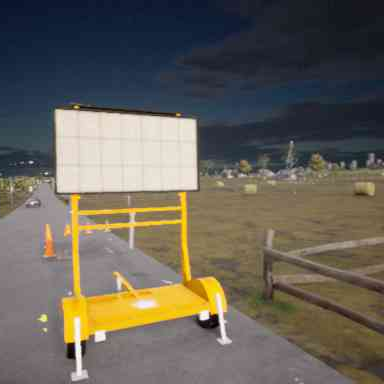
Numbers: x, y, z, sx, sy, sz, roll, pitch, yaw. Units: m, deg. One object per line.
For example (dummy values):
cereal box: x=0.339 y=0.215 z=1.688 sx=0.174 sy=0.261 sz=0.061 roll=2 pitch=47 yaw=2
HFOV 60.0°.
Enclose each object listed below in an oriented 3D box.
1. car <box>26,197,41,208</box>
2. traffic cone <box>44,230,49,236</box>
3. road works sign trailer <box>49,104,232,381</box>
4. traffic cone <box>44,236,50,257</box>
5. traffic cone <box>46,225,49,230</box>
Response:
car: x=-23.278 y=1.442 z=48.812 sx=2.128 sy=1.511 sz=4.902 roll=-2 pitch=1 yaw=-24
traffic cone: x=-5.774 y=1.928 z=13.390 sx=0.340 sy=0.580 sz=0.340 roll=-2 pitch=1 yaw=-24
road works sign trailer: x=-1.049 y=0.417 z=5.649 sx=2.380 sy=3.560 sz=2.880 roll=-2 pitch=1 yaw=-24
traffic cone: x=-4.961 y=1.930 z=11.563 sx=0.340 sy=0.580 sz=0.340 roll=-2 pitch=1 yaw=-24
traffic cone: x=-6.587 y=1.925 z=15.218 sx=0.340 sy=0.580 sz=0.340 roll=-2 pitch=1 yaw=-24
